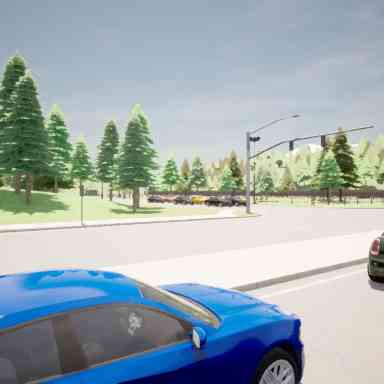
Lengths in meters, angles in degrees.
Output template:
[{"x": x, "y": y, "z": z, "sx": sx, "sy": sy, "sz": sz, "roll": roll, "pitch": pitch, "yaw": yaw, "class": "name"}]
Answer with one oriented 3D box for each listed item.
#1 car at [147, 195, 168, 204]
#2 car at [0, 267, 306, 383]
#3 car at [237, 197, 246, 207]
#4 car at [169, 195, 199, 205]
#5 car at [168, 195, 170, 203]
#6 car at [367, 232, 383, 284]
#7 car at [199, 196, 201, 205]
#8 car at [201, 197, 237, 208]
[{"x": -7.242, "y": 1.505, "z": 66.020, "sx": 1.837, "sy": 1.490, "sz": 4.892, "roll": 0, "pitch": 0, "yaw": -35, "class": "car"}, {"x": -1.032, "y": 1.478, "z": 3.012, "sx": 5.008, "sy": 1.535, "sz": 1.882, "roll": 0, "pitch": 0, "yaw": -35, "class": "car"}, {"x": 6.581, "y": 1.478, "z": 52.258, "sx": 1.882, "sy": 1.535, "sz": 5.008, "roll": 0, "pitch": 0, "yaw": -35, "class": "car"}, {"x": -1.416, "y": 1.505, "z": 57.599, "sx": 1.837, "sy": 1.490, "sz": 4.892, "roll": 0, "pitch": 0, "yaw": -35, "class": "car"}, {"x": -4.636, "y": 1.352, "z": 68.443, "sx": 2.097, "sy": 1.767, "sz": 4.553, "roll": 0, "pitch": 0, "yaw": -35, "class": "car"}, {"x": 6.463, "y": 1.352, "z": 8.386, "sx": 4.553, "sy": 1.767, "sz": 2.097, "roll": 0, "pitch": 0, "yaw": -35, "class": "car"}, {"x": 1.107, "y": 1.478, "z": 60.113, "sx": 1.882, "sy": 1.535, "sz": 5.008, "roll": 0, "pitch": 0, "yaw": -35, "class": "car"}, {"x": 3.962, "y": 1.478, "z": 49.893, "sx": 1.882, "sy": 1.535, "sz": 5.008, "roll": 0, "pitch": 0, "yaw": -35, "class": "car"}]
